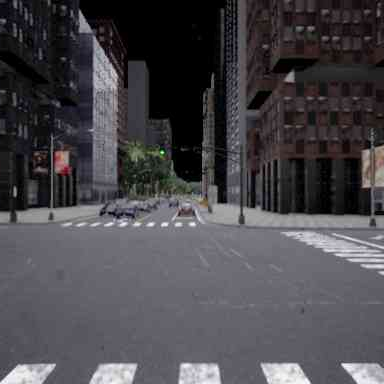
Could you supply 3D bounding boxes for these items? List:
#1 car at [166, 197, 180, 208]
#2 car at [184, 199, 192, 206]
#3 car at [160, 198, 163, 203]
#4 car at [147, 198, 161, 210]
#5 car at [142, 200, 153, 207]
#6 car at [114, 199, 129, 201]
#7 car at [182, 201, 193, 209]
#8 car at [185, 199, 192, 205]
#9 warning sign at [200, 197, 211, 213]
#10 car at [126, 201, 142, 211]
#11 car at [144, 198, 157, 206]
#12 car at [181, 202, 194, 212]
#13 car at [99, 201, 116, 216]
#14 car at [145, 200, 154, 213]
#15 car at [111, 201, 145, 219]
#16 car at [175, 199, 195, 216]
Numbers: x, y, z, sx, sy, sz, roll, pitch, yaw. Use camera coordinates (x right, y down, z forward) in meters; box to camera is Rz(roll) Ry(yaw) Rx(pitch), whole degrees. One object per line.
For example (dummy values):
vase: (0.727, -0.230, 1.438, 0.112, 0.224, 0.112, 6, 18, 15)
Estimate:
car: (-3.437, 2.298, 64.305, 1.837, 1.490, 4.892, 0, -1, 0)
car: (-0.885, 2.467, 81.001, 1.967, 1.590, 4.097, 0, -1, 0)
car: (-9.446, 2.419, 86.384, 2.192, 1.841, 5.009, 0, -1, 0)
car: (-6.559, 2.160, 54.179, 1.837, 1.490, 4.892, 0, -1, 0)
car: (-9.340, 2.456, 70.105, 1.802, 1.307, 4.206, 0, -1, 0)
car: (-9.167, 1.819, 42.981, 2.192, 1.841, 5.009, 0, -1, 0)
car: (-0.745, 2.269, 59.302, 1.887, 1.381, 4.507, 0, -1, 0)
car: (-0.920, 2.544, 86.425, 1.967, 1.590, 4.097, 0, -1, 0)
warning sign: (1.681, 1.596, 41.294, 1.300, 1.860, 1.060, 0, -1, 0)
car: (-9.234, 2.173, 53.659, 1.752, 1.417, 4.829, 0, -1, 0)
car: (-9.376, 2.265, 75.533, 2.192, 1.841, 5.009, 0, -1, 0)
car: (-0.675, 2.159, 48.452, 1.802, 1.307, 4.206, 0, -1, 0)
car: (-9.131, 1.997, 37.552, 1.947, 1.339, 4.313, 0, -1, 0)
car: (-6.514, 2.081, 43.986, 1.994, 1.385, 4.181, 0, -1, -1)
car: (-6.452, 1.931, 34.033, 2.033, 1.411, 5.357, 0, -1, -1)
car: (-0.606, 1.871, 37.606, 1.967, 1.590, 4.097, 0, -1, 0)
